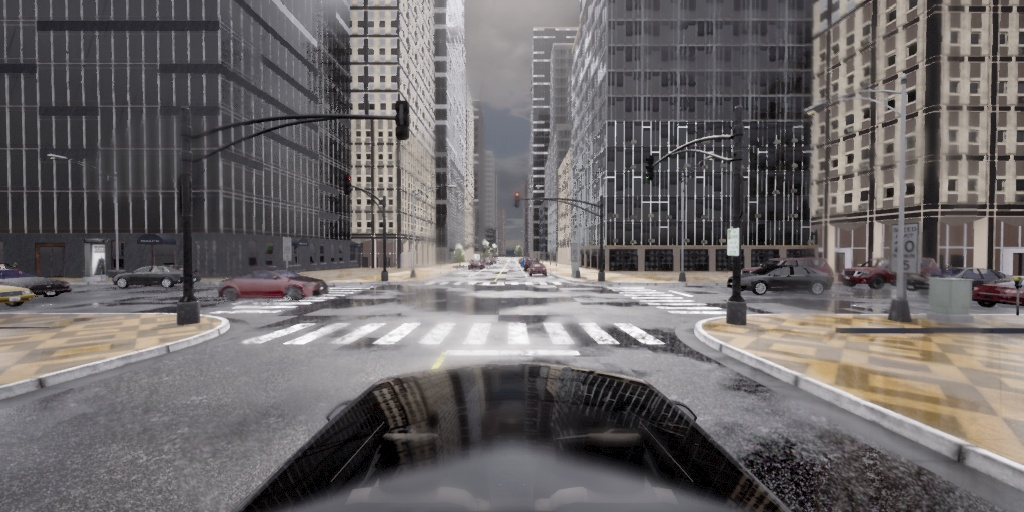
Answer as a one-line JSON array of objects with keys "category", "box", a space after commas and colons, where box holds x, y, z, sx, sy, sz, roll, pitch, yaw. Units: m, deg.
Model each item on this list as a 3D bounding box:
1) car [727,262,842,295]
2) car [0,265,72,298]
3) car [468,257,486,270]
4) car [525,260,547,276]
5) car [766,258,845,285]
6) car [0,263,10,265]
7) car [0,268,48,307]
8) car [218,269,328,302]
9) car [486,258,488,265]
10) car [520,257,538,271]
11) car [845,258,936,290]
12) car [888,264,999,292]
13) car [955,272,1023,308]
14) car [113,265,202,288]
[{"category": "car", "box": [14.188, 1.249, 19.162, 4.892, 1.490, 1.837, 0, 1, 1]}, {"category": "car", "box": [-23.468, 1.280, 16.175, 5.357, 1.411, 2.033, 0, 1, 0]}, {"category": "car", "box": [-5.270, 1.168, 52.486, 1.967, 1.591, 4.097, 0, 0, 0]}, {"category": "car", "box": [2.563, 1.318, 35.930, 1.802, 1.307, 4.207, 0, 0, 0]}, {"category": "car", "box": [16.579, 1.023, 21.783, 5.009, 1.841, 2.192, 0, 0, 0]}, {"category": "car", "box": [-32.547, 1.078, 21.644, 4.097, 1.591, 1.967, 0, 0, 0]}, {"category": "car", "box": [-21.250, 1.301, 13.592, 4.829, 1.417, 1.751, 0, 0, 0]}, {"category": "car", "box": [-10.863, 1.315, 16.514, 4.181, 1.385, 1.994, 0, 1, -5]}, {"category": "car", "box": [-5.265, 1.306, 58.011, 1.802, 1.307, 4.207, 0, 0, 0]}, {"category": "car", "box": [2.593, 1.046, 46.979, 2.192, 1.841, 5.009, 0, 0, 0]}, {"category": "car", "box": [22.911, 1.032, 21.792, 5.009, 1.841, 2.192, 0, 0, 0]}, {"category": "car", "box": [24.012, 1.305, 19.191, 5.357, 1.411, 2.033, 0, 1, 0]}, {"category": "car", "box": [20.191, 1.417, 13.650, 4.207, 1.307, 1.802, 0, 0, 0]}, {"category": "car", "box": [-21.431, 1.204, 21.731, 4.403, 1.370, 2.007, 0, 0, 0]}]
